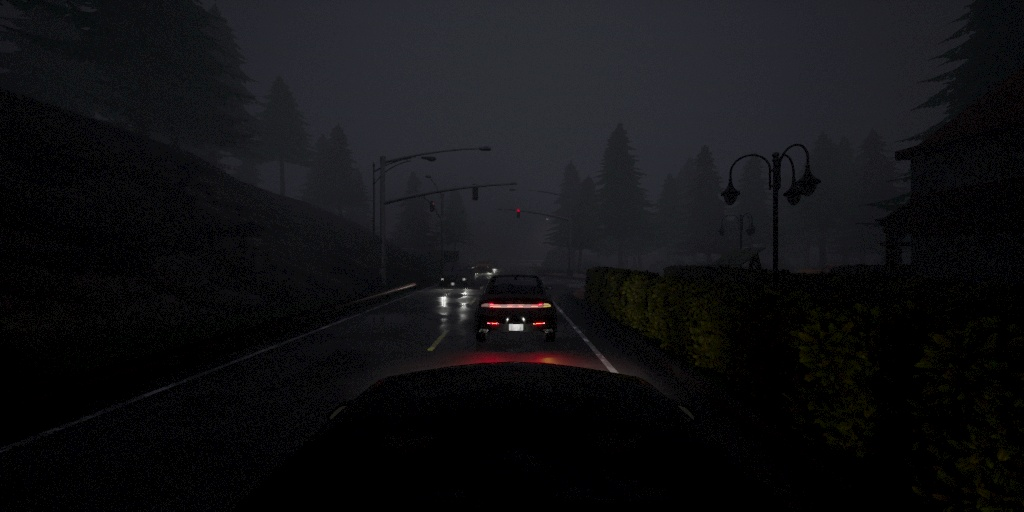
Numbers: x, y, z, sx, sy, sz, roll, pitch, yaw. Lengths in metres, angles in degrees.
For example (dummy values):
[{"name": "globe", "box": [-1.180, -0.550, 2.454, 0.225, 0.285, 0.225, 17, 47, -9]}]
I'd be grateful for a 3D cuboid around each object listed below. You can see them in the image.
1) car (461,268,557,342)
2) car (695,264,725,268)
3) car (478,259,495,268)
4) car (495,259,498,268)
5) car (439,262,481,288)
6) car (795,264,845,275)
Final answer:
[{"name": "car", "box": [0.095, 1.242, 9.740, 2.128, 1.511, 4.902, 0, 0, 0]}, {"name": "car", "box": [15.756, 1.417, 29.547, 4.892, 1.490, 1.837, 0, 0, 0]}, {"name": "car", "box": [-3.507, 1.228, 44.745, 1.882, 1.535, 5.008, 0, 1, 0]}, {"name": "car", "box": [-3.385, 1.254, 60.357, 2.128, 1.511, 4.902, 0, 0, 0]}, {"name": "car", "box": [-3.546, 1.307, 24.156, 2.033, 1.411, 5.357, 0, 0, 0]}, {"name": "car", "box": [26.105, 1.390, 29.457, 5.008, 1.535, 1.882, 0, 0, 1]}]
